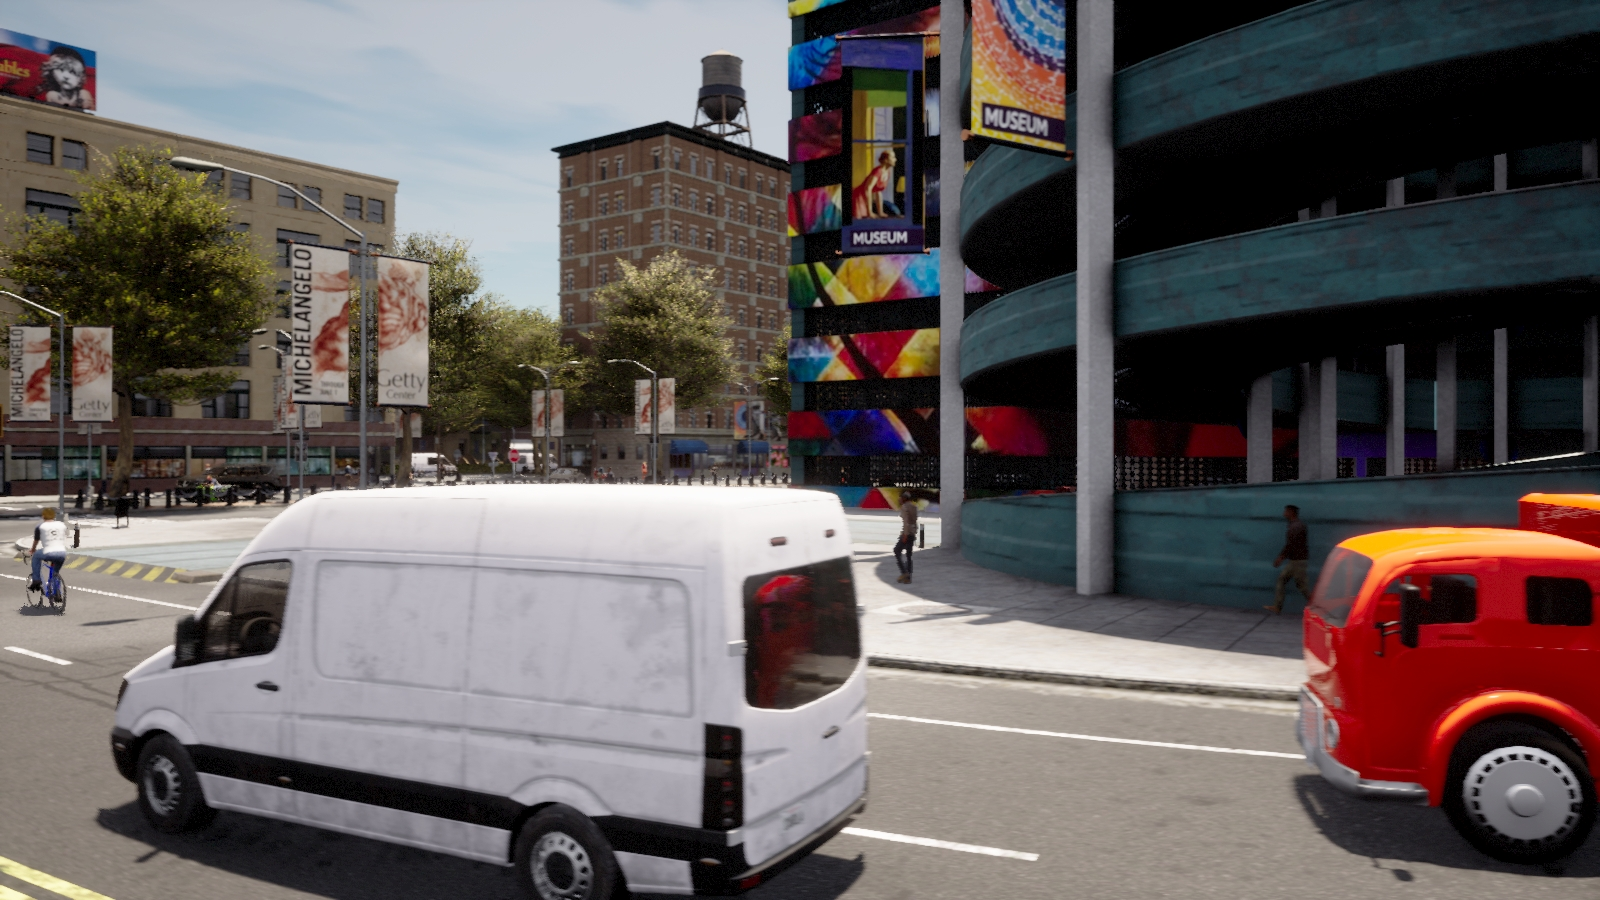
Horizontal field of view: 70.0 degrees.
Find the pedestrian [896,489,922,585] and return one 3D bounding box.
[{"bbox_3d":[2.158,1.711,22.642,0.375,1.860,0.375,0,0,42],"label":"pedestrian"}]

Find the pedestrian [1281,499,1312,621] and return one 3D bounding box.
[{"bbox_3d":[7.779,1.710,17.905,0.375,1.860,0.375,0,0,34],"label":"pedestrian"}]

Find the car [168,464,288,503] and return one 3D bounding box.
[{"bbox_3d":[-31.878,1.814,63.842,2.150,2.045,5.566,0,0,37],"label":"car"}]

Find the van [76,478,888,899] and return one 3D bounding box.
[{"bbox_3d":[-2.484,1.539,8.321,5.915,2.561,1.988,0,0,27],"label":"van"}]

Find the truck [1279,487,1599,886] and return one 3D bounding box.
[{"bbox_3d":[6.529,1.579,8.378,5.204,2.467,2.627,0,0,14],"label":"truck"}]

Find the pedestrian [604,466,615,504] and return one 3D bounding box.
[{"bbox_3d":[-9.350,1.730,56.132,0.375,1.860,0.375,0,0,41],"label":"pedestrian"}]

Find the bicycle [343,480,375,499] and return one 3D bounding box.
[{"bbox_3d":[-25.600,2.292,66.362,0.859,1.080,1.487,0,0,37],"label":"bicycle"}]

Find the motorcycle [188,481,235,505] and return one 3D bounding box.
[{"bbox_3d":[-30.687,2.242,59.628,0.803,1.145,2.033,0,1,37],"label":"motorcycle"}]
